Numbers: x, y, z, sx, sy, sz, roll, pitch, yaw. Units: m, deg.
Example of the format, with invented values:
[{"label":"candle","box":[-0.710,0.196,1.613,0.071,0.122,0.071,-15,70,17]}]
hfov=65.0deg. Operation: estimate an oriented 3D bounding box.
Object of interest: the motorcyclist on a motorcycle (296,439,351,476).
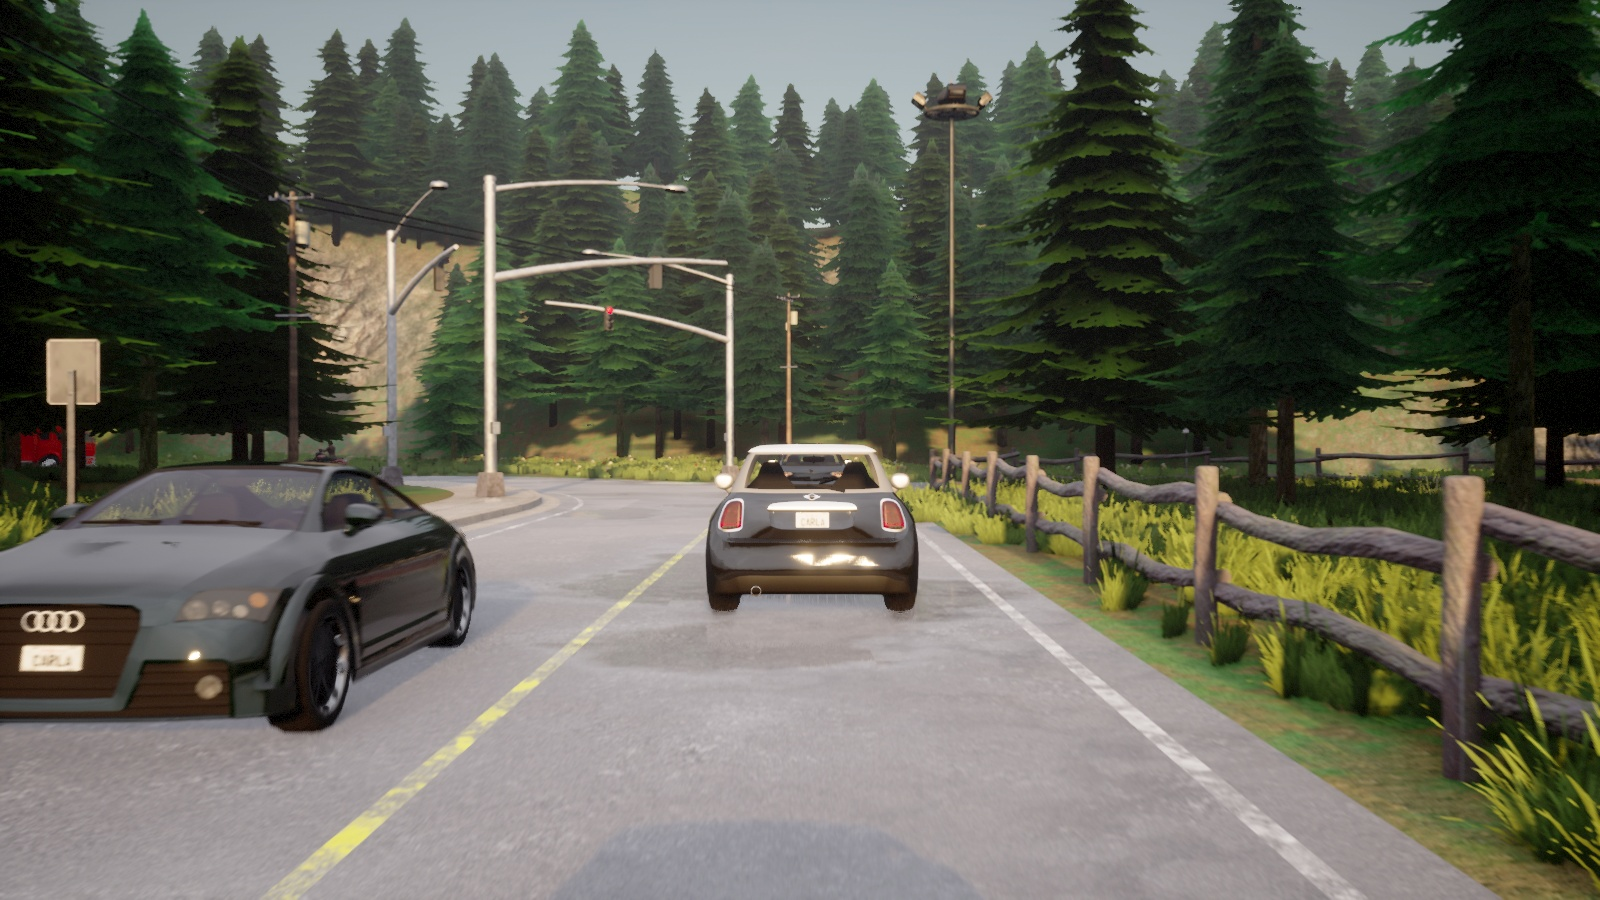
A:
[{"label":"motorcyclist on a motorcycle","box":[-21.301,0.335,56.182,2.350,1.649,0.766,0,1,20]}]

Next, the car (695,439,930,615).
[{"label":"car","box":[0.118,0.636,12.438,1.970,1.475,3.806,0,0,1]}]

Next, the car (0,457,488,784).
[{"label":"car","box":[-3.426,0.761,7.610,1.994,1.385,4.181,0,0,1]}]

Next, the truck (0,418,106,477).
[{"label":"truck","box":[-33.313,-0.101,54.289,5.204,2.467,2.627,0,0,-3]}]
